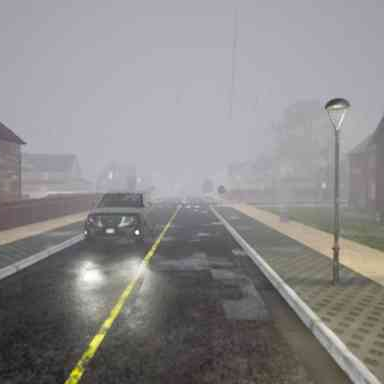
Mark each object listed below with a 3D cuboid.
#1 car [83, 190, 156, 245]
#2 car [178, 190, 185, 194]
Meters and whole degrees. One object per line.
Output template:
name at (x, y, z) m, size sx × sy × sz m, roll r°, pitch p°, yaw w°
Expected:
car at (-2.845, 0.956, 14.321) m, size 2.150 × 2.045 × 5.566 m, roll 0°, pitch 1°, yaw 0°
car at (-2.731, 0.049, 90.827) m, size 1.882 × 1.535 × 5.008 m, roll 0°, pitch 1°, yaw 0°
